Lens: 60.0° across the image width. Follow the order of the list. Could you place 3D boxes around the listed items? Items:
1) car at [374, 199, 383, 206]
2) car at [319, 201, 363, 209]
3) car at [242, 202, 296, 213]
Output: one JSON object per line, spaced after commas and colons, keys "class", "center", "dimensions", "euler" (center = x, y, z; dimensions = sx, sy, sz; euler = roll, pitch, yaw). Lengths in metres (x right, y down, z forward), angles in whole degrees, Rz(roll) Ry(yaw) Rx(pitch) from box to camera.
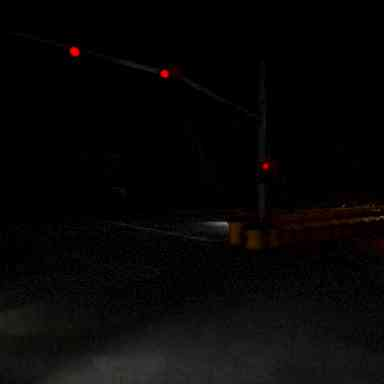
{"class": "car", "center": [22.161, 1.352, 36.955], "dimensions": [5.008, 1.535, 1.882], "euler": [-2, 1, -36]}
{"class": "car", "center": [13.983, 1.559, 31.056], "dimensions": [5.357, 1.411, 2.033], "euler": [0, 0, -36]}
{"class": "car", "center": [5.892, 1.513, 25.346], "dimensions": [4.892, 1.490, 1.837], "euler": [0, 0, -35]}
